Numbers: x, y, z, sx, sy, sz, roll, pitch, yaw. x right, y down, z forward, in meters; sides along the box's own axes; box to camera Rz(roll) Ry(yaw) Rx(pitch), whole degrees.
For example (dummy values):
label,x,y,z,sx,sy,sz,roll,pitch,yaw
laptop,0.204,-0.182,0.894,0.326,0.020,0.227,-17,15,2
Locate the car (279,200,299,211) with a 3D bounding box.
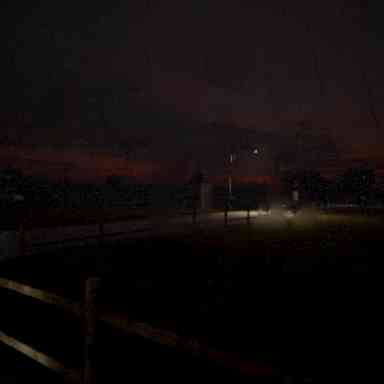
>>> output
label,x,y,z,sx,sy,sz,roll,pitch,yaw
car,14.476,2.001,49.547,2.128,1.511,4.902,2,0,36
